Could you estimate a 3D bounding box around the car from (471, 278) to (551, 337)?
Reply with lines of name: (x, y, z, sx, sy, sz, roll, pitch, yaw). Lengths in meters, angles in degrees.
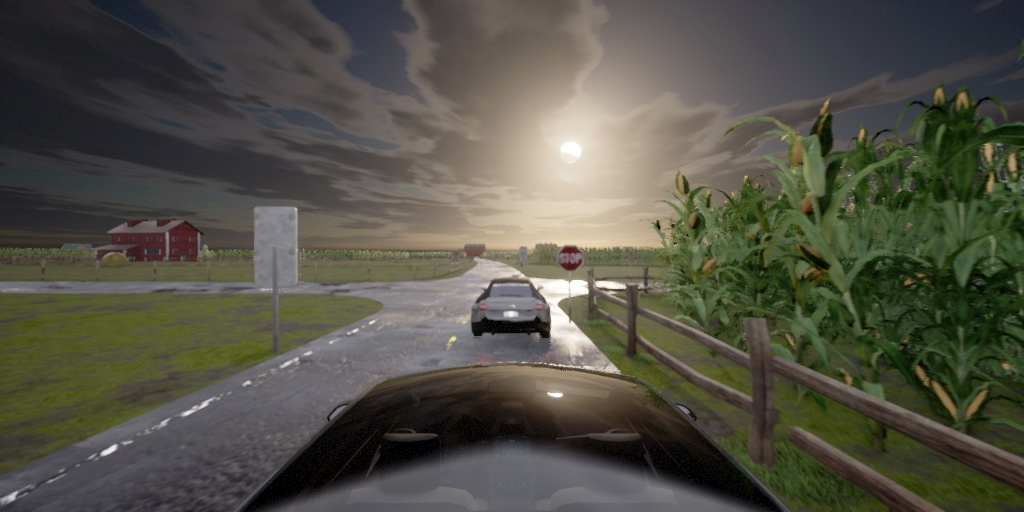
car: (-0.017, 1.301, 10.230, 1.994, 1.385, 4.181, 0, 0, 0)
